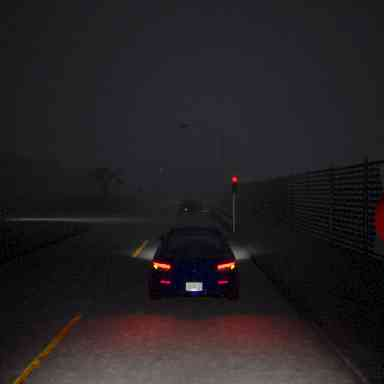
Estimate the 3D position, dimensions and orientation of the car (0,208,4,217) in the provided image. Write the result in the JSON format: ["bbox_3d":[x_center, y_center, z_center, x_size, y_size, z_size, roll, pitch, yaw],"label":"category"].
[{"bbox_3d":[-18.000,1.491,27.051,4.902,1.511,2.128,0,0,0],"label":"car"}]

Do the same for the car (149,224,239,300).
[{"bbox_3d":[0.058,1.526,8.244,1.812,1.442,4.674,0,0,1],"label":"car"}]

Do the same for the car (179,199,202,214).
[{"bbox_3d":[-0.115,1.505,35.835,1.837,1.490,4.892,2,0,11],"label":"car"}]
